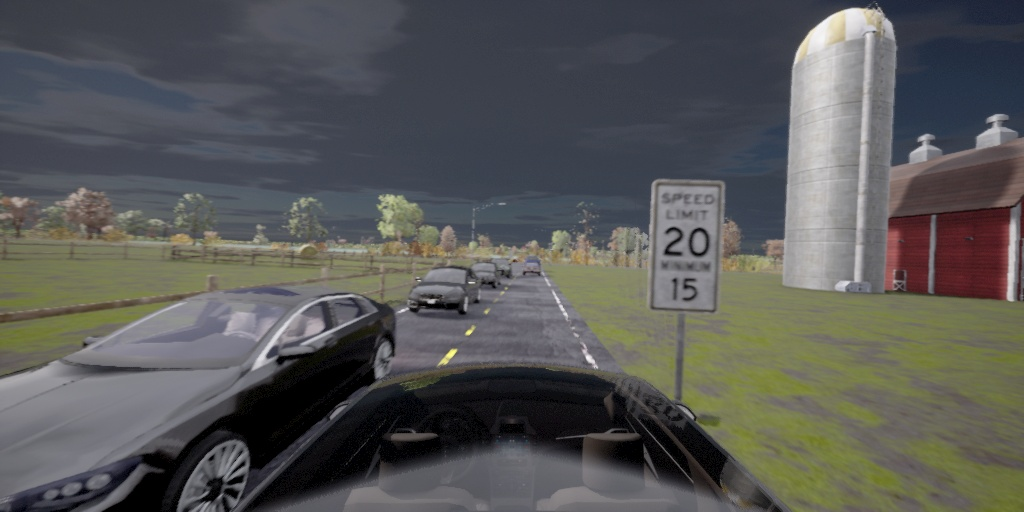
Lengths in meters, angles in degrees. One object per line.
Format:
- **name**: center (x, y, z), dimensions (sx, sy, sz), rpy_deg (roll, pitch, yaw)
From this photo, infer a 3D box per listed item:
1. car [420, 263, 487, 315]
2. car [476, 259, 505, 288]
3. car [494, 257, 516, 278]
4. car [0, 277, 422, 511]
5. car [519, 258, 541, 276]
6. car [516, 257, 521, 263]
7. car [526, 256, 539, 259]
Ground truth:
- **car**: center (-2.295, 1.146, 13.294), dimensions (1.837, 1.490, 4.892), rpy_deg (2, 0, 3)
- **car**: center (-1.726, 1.148, 22.780), dimensions (1.837, 1.490, 4.892), rpy_deg (2, 0, 3)
- **car**: center (-1.107, 0.996, 32.656), dimensions (2.097, 1.767, 4.553), rpy_deg (2, 0, 4)
- **car**: center (-2.805, 1.132, 3.904), dimensions (2.128, 1.511, 4.902), rpy_deg (2, 0, 2)
- **car**: center (2.092, 1.301, 37.733), dimensions (2.033, 1.411, 5.357), rpy_deg (2, 0, 4)
- **car**: center (0.868, 0.832, 64.954), dimensions (1.895, 1.301, 4.718), rpy_deg (2, 0, 3)
- **car**: center (2.812, 0.973, 49.572), dimensions (2.150, 2.045, 5.566), rpy_deg (2, 1, 3)
